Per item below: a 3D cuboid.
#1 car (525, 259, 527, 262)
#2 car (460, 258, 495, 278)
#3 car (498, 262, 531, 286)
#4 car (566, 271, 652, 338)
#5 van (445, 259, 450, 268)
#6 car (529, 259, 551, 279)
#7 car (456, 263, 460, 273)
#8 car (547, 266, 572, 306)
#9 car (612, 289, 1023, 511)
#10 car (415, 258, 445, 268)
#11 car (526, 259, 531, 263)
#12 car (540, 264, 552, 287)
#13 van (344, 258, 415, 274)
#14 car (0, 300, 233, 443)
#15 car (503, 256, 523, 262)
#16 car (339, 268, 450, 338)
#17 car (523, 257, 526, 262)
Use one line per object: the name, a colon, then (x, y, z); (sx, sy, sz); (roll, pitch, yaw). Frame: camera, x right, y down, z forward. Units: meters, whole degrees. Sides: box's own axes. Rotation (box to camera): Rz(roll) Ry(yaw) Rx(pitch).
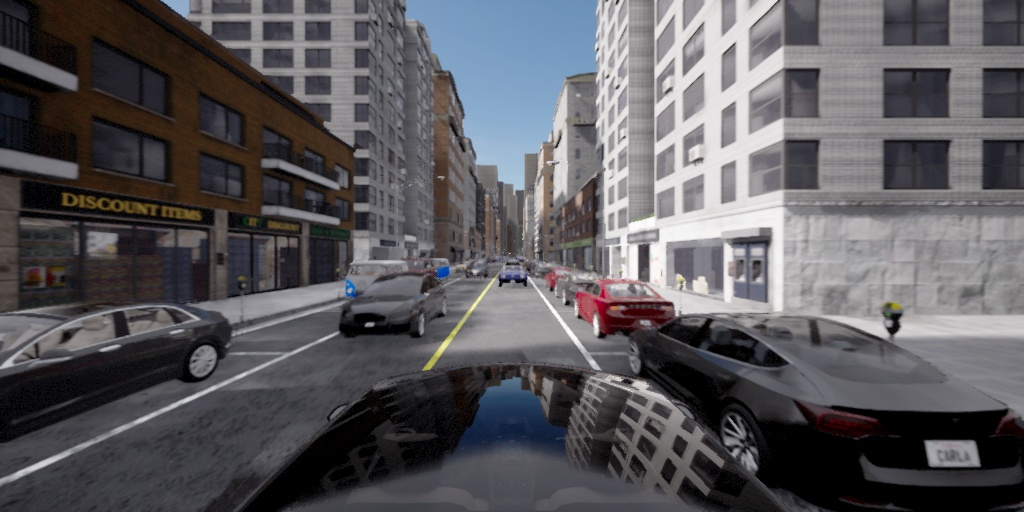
car: (2.860, 1.264, 43.087); (1.802, 1.307, 4.207); (0, 0, 0)
car: (-3.030, 1.194, 32.437); (2.128, 1.511, 4.902); (0, 0, 1)
car: (0.067, 1.317, 24.632); (1.895, 1.301, 4.718); (0, 0, 0)
car: (2.858, 1.284, 9.932); (1.888, 1.381, 4.507); (0, 0, 0)
van: (-5.663, 1.054, 26.509); (1.690, 1.789, 3.998); (0, 0, 0)
car: (2.859, 1.253, 32.036); (2.007, 1.370, 4.403); (0, 0, 0)
car: (-5.665, 1.207, 42.918); (1.751, 1.417, 4.829); (0, 0, 0)
car: (2.859, 1.282, 15.457); (2.007, 1.370, 4.403); (0, 0, 0)
car: (2.858, 1.312, 4.405); (1.948, 1.339, 4.313); (0, 0, 0)
car: (-5.666, 1.037, 20.985); (2.192, 1.841, 5.009); (0, 0, 0)
car: (2.860, 1.243, 37.561); (2.007, 1.370, 4.403); (0, 0, 0)
car: (2.859, 1.304, 20.983); (1.802, 1.307, 4.207); (0, 0, 0)
van: (-5.667, 1.072, 15.459); (1.690, 1.789, 3.998); (0, 0, 0)
car: (-5.668, 1.297, 4.407); (2.007, 1.370, 4.403); (0, 0, 0)
car: (0.102, 1.149, 48.475); (1.882, 1.535, 5.008); (0, 0, 0)
car: (-3.085, 1.244, 10.224); (1.837, 1.490, 4.892); (0, 0, 0)
car: (2.861, 1.111, 48.613); (1.967, 1.591, 4.097); (0, 0, 0)
